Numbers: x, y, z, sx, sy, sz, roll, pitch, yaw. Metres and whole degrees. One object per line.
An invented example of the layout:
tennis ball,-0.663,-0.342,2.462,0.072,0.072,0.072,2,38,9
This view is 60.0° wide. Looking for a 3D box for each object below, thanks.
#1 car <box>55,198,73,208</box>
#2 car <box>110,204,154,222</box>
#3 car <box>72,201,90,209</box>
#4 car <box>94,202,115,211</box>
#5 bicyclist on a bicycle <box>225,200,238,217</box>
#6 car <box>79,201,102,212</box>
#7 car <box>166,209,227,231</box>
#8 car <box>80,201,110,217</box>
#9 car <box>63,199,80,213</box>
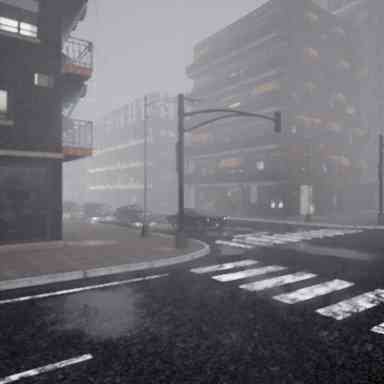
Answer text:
car,-27.024,2.274,70.119,2.192,1.841,5.009,-1,0,-36
car,-5.316,1.874,30.747,2.128,1.511,4.902,0,-1,-36
car,-20.496,2.338,61.222,1.752,1.417,4.829,-1,0,-36
car,-13.769,2.244,52.050,1.802,1.307,4.206,-1,0,-36
bicyclist on a bicycle,3.922,1.616,32.906,1.656,1.620,0.582,-1,0,-36
car,-15.157,2.156,49.493,1.837,1.490,4.892,0,-1,-36
car,0.250,1.859,23.164,1.895,1.301,4.718,0,-1,-39
car,-11.132,2.038,38.687,1.812,1.442,4.674,0,-1,-36
car,-17.428,2.159,47.355,1.837,1.490,4.892,0,-1,-36
